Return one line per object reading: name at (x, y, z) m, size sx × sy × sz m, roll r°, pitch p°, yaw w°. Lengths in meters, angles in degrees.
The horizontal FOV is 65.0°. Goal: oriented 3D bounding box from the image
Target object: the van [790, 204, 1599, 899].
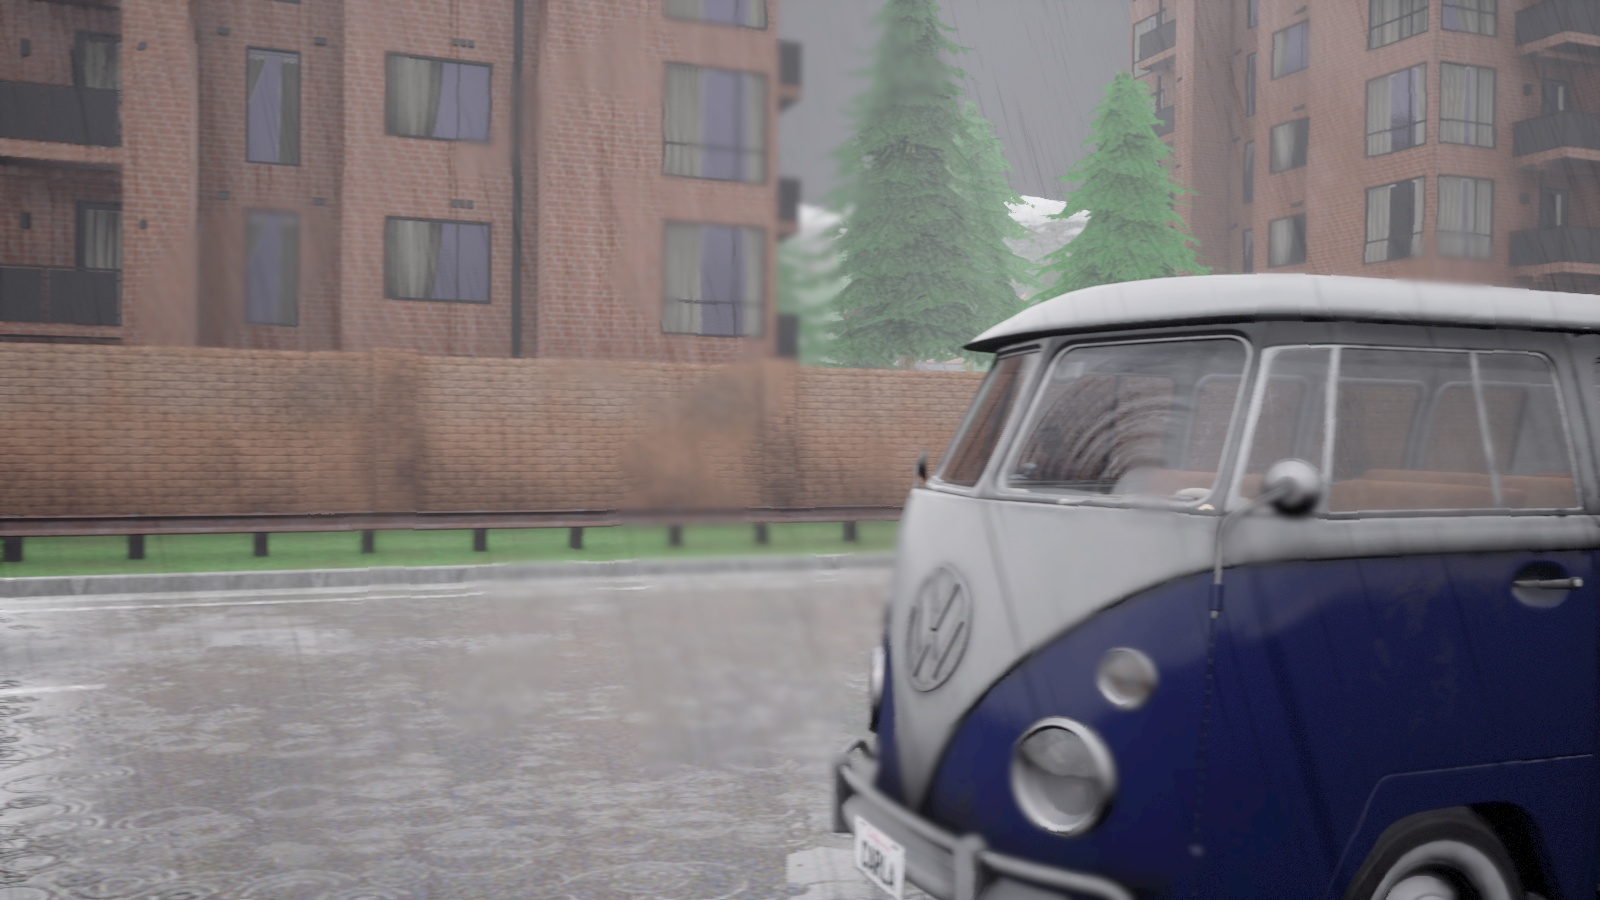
van at (2.370, 0.458, 4.136) m, size 4.442 × 1.987 × 1.775 m, roll -1°, pitch 1°, yaw -21°
